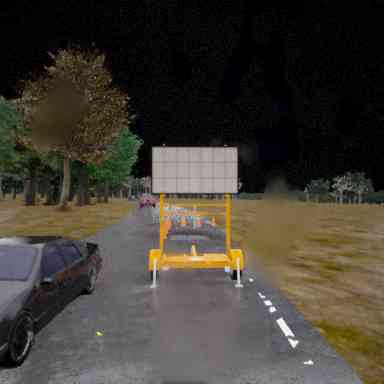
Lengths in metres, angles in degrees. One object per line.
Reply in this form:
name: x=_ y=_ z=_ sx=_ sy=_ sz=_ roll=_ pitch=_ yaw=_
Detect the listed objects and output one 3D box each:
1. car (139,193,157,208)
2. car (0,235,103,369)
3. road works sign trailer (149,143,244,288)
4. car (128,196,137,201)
car: x=-6.382 y=1.227 z=48.003 sx=2.150 sy=2.045 sz=5.566 roll=0 pitch=0 yaw=-9
car: x=-3.095 y=1.543 z=5.985 sx=2.033 sy=1.411 sz=5.357 roll=0 pitch=0 yaw=0
road works sign trailer: x=0.077 y=0.464 z=9.245 sx=2.380 sy=3.560 sz=2.880 roll=0 pitch=0 yaw=-2
car: x=-15.741 y=1.682 z=87.389 sx=1.812 sy=1.442 sz=4.674 roll=0 pitch=0 yaw=-18
